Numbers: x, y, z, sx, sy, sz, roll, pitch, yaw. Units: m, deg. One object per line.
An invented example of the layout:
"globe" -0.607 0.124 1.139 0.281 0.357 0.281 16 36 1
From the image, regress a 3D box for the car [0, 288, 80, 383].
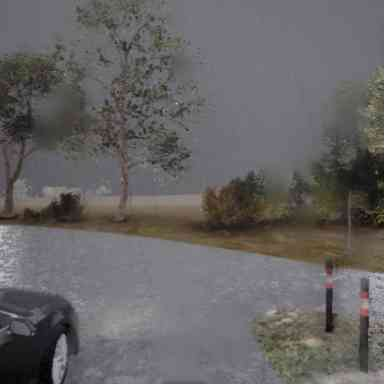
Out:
"car" -2.526 1.467 2.303 1.837 1.490 4.892 0 1 7
